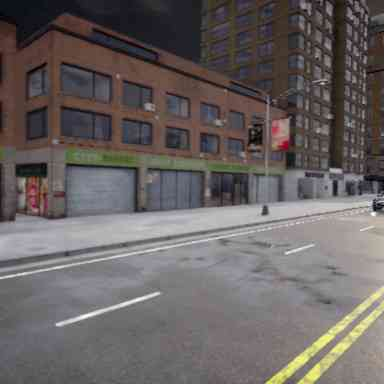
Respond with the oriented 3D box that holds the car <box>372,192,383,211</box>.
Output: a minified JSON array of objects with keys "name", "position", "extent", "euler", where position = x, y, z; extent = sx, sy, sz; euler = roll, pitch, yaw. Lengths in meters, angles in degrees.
[{"name":"car","position":[16.388,0.644,27.129],"extent":[2.097,1.767,4.553],"euler":[3,3,43]}]
